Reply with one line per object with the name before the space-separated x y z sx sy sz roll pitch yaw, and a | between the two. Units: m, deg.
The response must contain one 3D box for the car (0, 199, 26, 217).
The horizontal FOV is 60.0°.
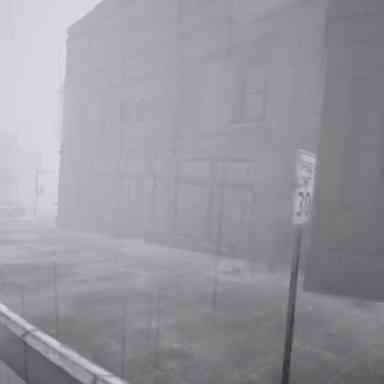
car | -19.569 1.668 35.695 2.097 1.767 4.553 4 -1 -7
